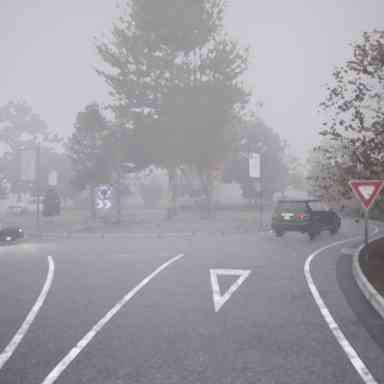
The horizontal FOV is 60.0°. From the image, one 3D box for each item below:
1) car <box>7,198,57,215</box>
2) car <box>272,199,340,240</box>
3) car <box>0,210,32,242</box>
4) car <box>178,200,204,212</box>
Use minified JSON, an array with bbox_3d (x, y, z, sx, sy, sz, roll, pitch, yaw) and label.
[{"bbox_3d":[-18.888,1.741,39.525,2.150,2.045,5.566,-1,-1,30],"label":"car"},{"bbox_3d":[6.527,1.430,18.756,2.150,2.045,5.566,-1,-2,40],"label":"car"},{"bbox_3d":[-10.643,1.718,15.981,5.357,1.411,2.033,0,-1,23],"label":"car"},{"bbox_3d":[-0.655,1.965,47.416,4.553,1.767,2.097,0,-1,17],"label":"car"}]
